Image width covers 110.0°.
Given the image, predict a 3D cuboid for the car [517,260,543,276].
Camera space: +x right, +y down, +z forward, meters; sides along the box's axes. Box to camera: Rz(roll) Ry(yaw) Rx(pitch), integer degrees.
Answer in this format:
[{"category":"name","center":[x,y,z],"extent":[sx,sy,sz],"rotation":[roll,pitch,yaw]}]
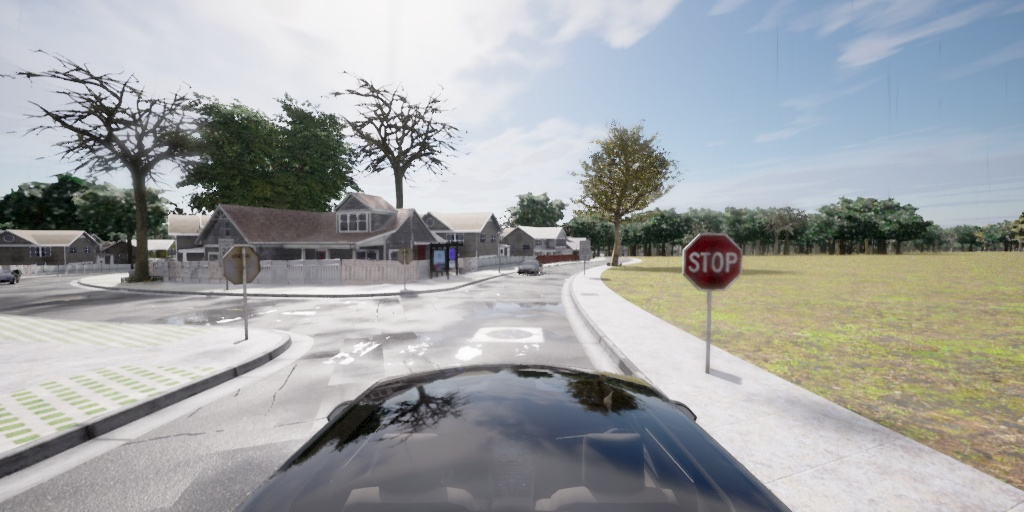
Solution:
[{"category":"car","center":[1.855,1.141,35.335],"extent":[1.837,1.490,4.892],"rotation":[0,1,15]}]

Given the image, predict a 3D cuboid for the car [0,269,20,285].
[{"category":"car","center":[-45.472,1.877,31.726],"extent":[4.181,1.385,1.994],"rotation":[-1,1,42]}]
